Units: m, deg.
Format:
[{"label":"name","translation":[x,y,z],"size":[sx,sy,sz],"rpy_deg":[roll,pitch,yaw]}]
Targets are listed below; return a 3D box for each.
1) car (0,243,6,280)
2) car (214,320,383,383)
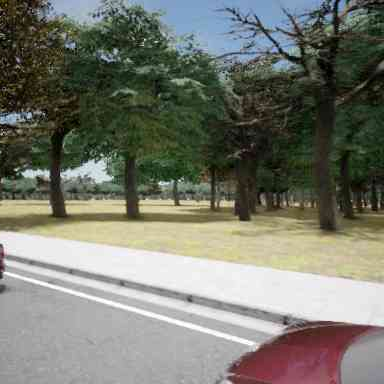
[{"label":"car","translation":[-6.578,1.482,8.253],"size":[5.008,1.535,1.882],"rpy_deg":[0,0,35]},{"label":"car","translation":[2.355,1.504,1.882],"size":[4.792,1.488,2.163],"rpy_deg":[0,0,35]}]
